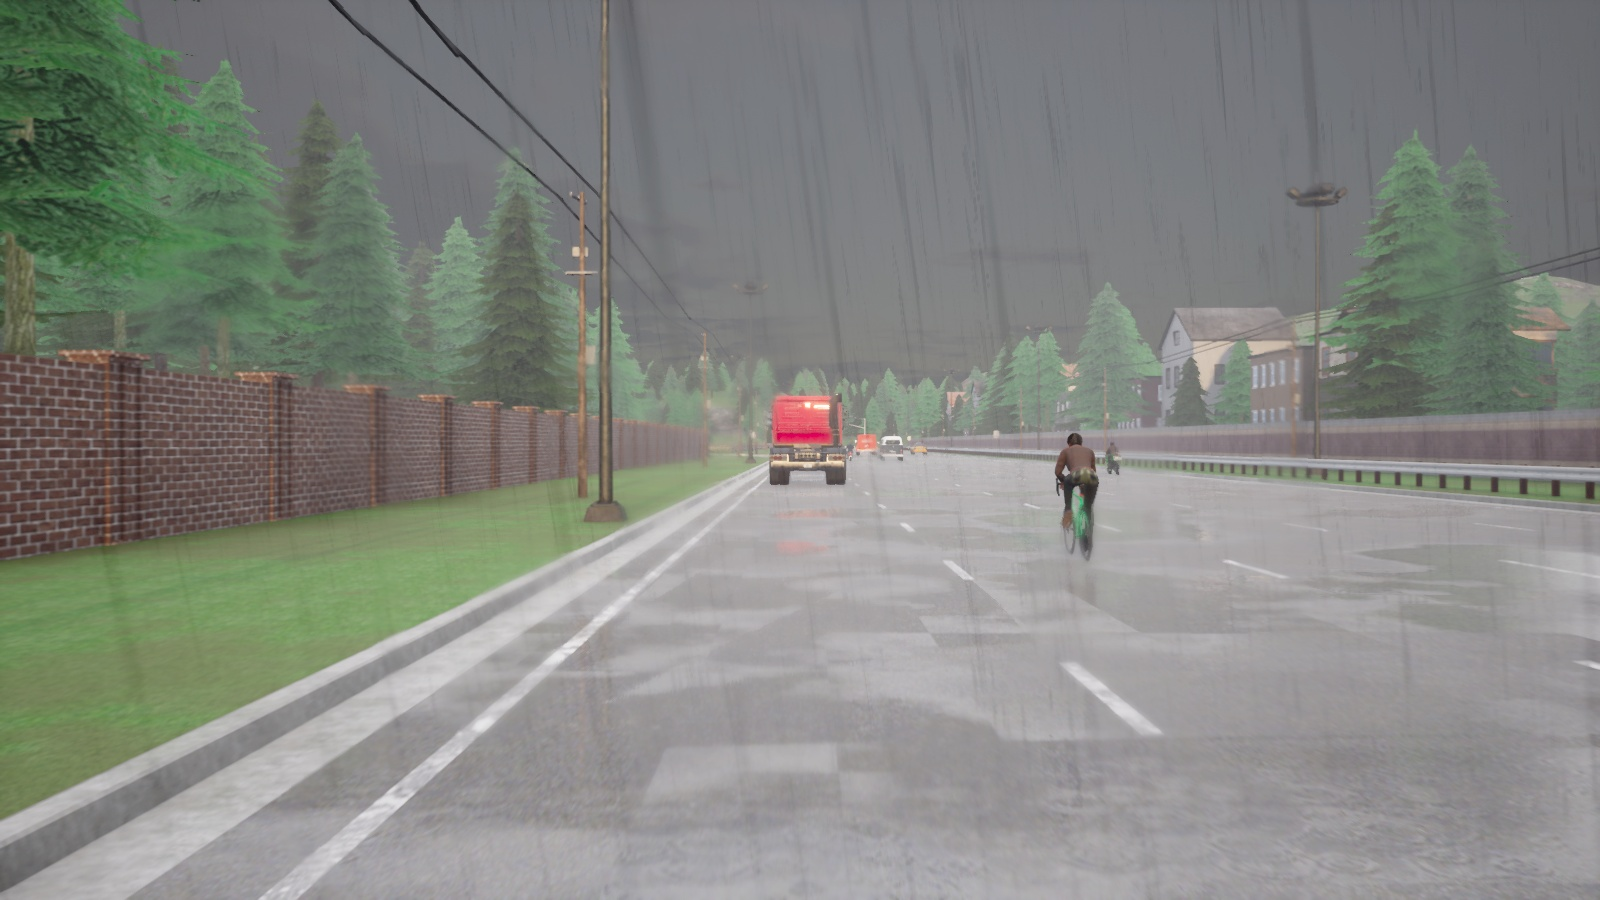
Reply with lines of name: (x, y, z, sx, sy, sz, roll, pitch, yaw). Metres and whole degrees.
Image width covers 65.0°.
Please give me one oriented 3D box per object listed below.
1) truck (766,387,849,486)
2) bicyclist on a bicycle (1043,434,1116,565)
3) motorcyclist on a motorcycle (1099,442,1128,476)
truck: (0.290, -0.505, 47.962, 2.891, 3.462, 7.936, 0, 0, 0)
bicyclist on a bicycle: (3.609, 0.610, 16.336, 0.582, 1.620, 1.656, 0, 0, 0)
motorcyclist on a motorcycle: (14.344, 0.416, 57.526, 0.797, 1.523, 2.044, 0, 0, 0)
